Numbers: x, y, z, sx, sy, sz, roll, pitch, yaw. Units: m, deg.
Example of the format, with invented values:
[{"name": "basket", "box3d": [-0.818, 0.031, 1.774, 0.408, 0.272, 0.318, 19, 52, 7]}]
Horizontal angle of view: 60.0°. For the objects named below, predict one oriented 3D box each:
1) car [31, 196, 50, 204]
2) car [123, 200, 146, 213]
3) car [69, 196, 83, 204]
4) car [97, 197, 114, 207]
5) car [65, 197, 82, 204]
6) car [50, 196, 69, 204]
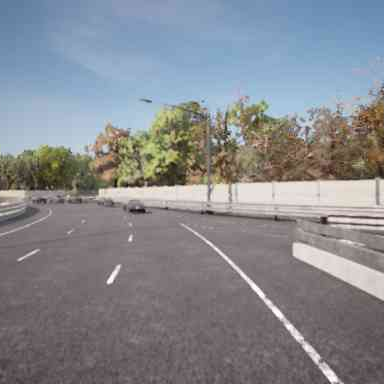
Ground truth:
[{"name": "car", "box3d": [-30.586, 1.633, 66.438, 1.837, 1.490, 4.892, 0, 0, -41]}, {"name": "car", "box3d": [-6.637, 1.633, 37.844, 1.994, 1.385, 4.181, 0, 0, -21]}, {"name": "car", "box3d": [-24.773, 1.613, 70.475, 1.837, 1.490, 4.892, 0, 0, -41]}, {"name": "car", "box3d": [-14.186, 1.639, 54.371, 2.128, 1.511, 4.902, 0, 0, -30]}, {"name": "car", "box3d": [-25.608, 1.773, 71.623, 2.128, 1.511, 4.902, 0, 0, -37]}, {"name": "car", "box3d": [-27.866, 1.656, 68.641, 2.033, 1.411, 5.357, 0, 0, -41]}]
